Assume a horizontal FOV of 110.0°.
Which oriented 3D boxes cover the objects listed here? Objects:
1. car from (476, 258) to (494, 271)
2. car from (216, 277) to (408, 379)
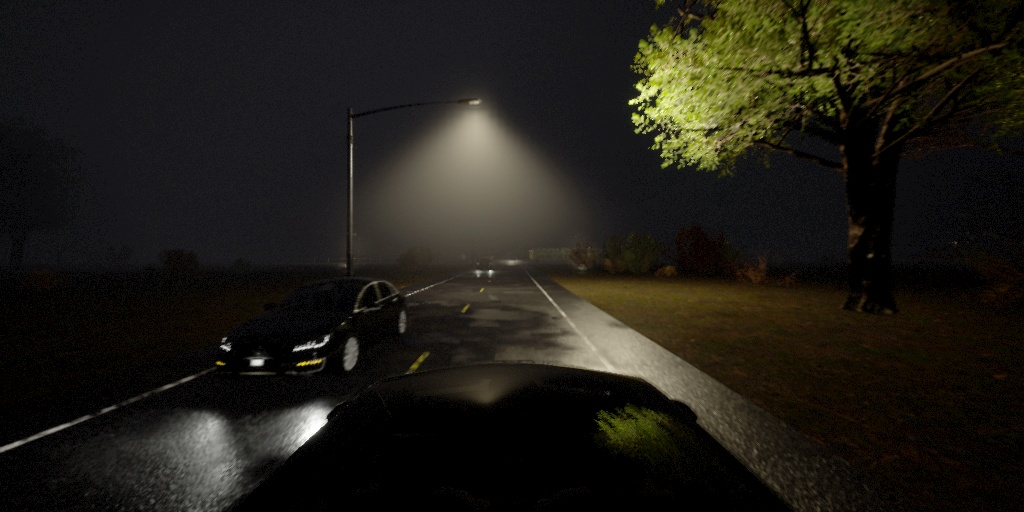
[{"bbox_3d":[-3.567,1.007,47.960,2.097,1.767,4.553,0,0,0],"label":"car"},{"bbox_3d":[-3.598,1.247,7.486,1.837,1.490,4.892,0,0,0],"label":"car"}]
